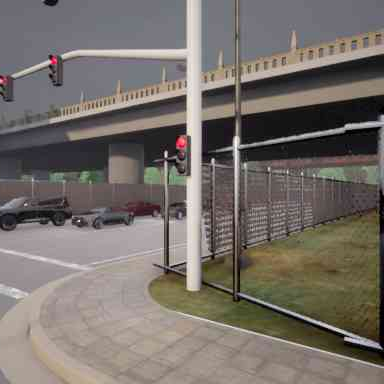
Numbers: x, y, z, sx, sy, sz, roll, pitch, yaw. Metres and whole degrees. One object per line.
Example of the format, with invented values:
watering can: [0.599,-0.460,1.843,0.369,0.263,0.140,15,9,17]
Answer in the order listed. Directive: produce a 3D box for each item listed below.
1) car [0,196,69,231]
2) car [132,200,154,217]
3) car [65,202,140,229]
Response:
car: [-10.576,1.277,21.628,2.150,2.045,5.566,0,0,36]
car: [-4.901,1.533,29.630,1.882,1.535,5.008,0,0,35]
car: [-5.857,1.619,22.224,1.994,1.385,4.181,0,0,35]
